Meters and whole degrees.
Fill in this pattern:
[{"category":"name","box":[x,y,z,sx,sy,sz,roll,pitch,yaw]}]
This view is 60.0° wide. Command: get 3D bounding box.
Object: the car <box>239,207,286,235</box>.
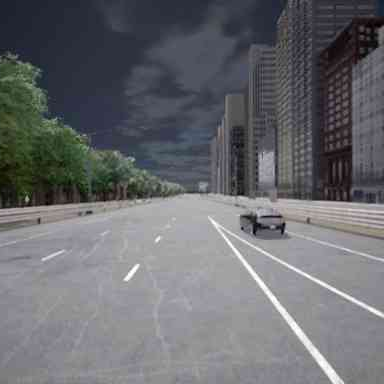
[{"category":"car","box":[4.079,1.668,19.887,2.128,1.511,4.902,0,-1,-4]}]
